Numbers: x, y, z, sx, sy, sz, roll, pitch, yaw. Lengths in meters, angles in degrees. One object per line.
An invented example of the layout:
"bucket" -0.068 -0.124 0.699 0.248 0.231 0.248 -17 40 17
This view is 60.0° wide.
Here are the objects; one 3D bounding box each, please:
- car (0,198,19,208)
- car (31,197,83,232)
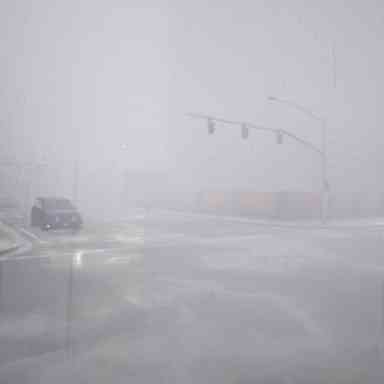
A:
"car" -22.795 1.386 41.431 1.882 1.535 5.008 1 -1 -35
"car" -8.645 1.397 20.995 2.150 2.045 5.566 1 1 -35
